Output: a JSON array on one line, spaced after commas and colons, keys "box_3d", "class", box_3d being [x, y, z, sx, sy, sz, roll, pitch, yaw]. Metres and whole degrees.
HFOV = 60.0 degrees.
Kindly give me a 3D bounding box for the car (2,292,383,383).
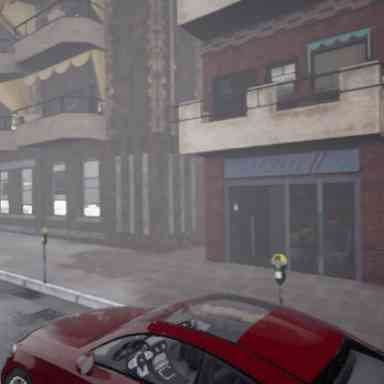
[{"box_3d": [0.066, 1.581, 2.844, 4.206, 1.307, 1.802, 0, -1, 36], "class": "car"}]
